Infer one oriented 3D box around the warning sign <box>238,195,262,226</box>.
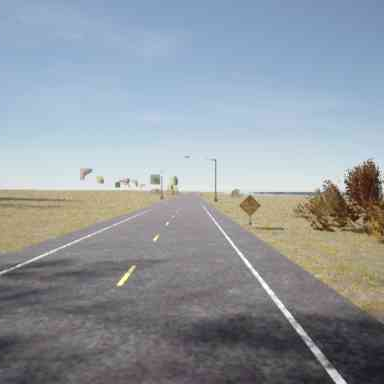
[{"bbox_3d":[3.546,1.115,20.346,1.300,1.860,1.060,0,0,0],"label":"warning sign"}]
